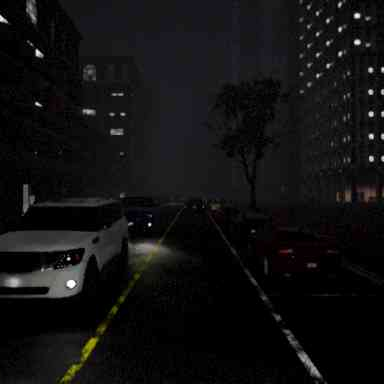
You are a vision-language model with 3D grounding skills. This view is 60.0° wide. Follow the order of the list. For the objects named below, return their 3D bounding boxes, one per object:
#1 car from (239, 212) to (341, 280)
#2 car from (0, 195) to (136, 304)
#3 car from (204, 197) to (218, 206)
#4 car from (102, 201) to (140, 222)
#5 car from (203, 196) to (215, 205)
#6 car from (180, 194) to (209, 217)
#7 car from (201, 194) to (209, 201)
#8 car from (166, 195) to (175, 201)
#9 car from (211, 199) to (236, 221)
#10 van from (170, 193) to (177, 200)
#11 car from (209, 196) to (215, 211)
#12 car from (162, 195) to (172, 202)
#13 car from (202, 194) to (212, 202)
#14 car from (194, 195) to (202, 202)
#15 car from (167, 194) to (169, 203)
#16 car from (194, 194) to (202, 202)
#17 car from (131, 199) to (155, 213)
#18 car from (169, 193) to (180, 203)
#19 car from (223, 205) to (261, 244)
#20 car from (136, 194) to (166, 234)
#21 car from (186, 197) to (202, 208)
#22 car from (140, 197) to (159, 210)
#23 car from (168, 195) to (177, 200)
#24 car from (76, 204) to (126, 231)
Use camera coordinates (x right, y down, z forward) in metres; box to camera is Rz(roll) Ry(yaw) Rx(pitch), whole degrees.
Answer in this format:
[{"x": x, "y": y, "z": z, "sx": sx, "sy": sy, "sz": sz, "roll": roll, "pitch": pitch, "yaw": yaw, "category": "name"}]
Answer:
[{"x": 2.750, "y": 1.535, "z": 9.810, "sx": 1.887, "sy": 1.381, "sz": 4.507, "roll": 1, "pitch": 0, "yaw": 0, "category": "car"}, {"x": -3.059, "y": 1.205, "z": 8.488, "sx": 2.150, "sy": 2.045, "sz": 5.566, "roll": 0, "pitch": 0, "yaw": 0, "category": "car"}, {"x": 3.000, "y": 1.488, "z": 54.368, "sx": 2.008, "sy": 1.369, "sz": 4.403, "roll": 1, "pitch": 0, "yaw": 0, "category": "car"}, {"x": -5.536, "y": 1.507, "z": 26.568, "sx": 2.008, "sy": 1.369, "sz": 4.403, "roll": 1, "pitch": 0, "yaw": 0, "category": "car"}, {"x": 3.032, "y": 1.483, "z": 59.936, "sx": 2.008, "sy": 1.369, "sz": 4.403, "roll": 1, "pitch": 0, "yaw": 0, "category": "car"}, {"x": 0.232, "y": 1.311, "z": 30.631, "sx": 2.097, "sy": 1.767, "sz": 4.553, "roll": 0, "pitch": 0, "yaw": 1, "category": "car"}, {"x": 3.159, "y": 1.351, "z": 82.215, "sx": 1.967, "sy": 1.590, "sz": 4.097, "roll": 1, "pitch": 0, "yaw": 0, "category": "car"}, {"x": -5.223, "y": 1.465, "z": 82.263, "sx": 1.947, "sy": 1.339, "sz": 4.313, "roll": 1, "pitch": 0, "yaw": 0, "category": "car"}, {"x": 2.844, "y": 1.519, "z": 26.520, "sx": 2.008, "sy": 1.369, "sz": 4.403, "roll": 1, "pitch": 0, "yaw": 0, "category": "car"}, {"x": -5.157, "y": 1.231, "z": 93.403, "sx": 1.690, "sy": 1.788, "sz": 3.998, "roll": 1, "pitch": 0, "yaw": 0, "category": "van"}, {"x": 2.908, "y": 1.480, "z": 37.829, "sx": 1.752, "sy": 1.417, "sz": 4.829, "roll": 1, "pitch": 0, "yaw": 0, "category": "car"}, {"x": -5.286, "y": 1.454, "z": 71.124, "sx": 1.887, "sy": 1.381, "sz": 4.507, "roll": 1, "pitch": 0, "yaw": 0, "category": "car"}, {"x": 3.096, "y": 1.361, "z": 71.076, "sx": 1.967, "sy": 1.590, "sz": 4.097, "roll": 1, "pitch": 0, "yaw": 0, "category": "car"}, {"x": 1.278, "y": 1.374, "z": 71.823, "sx": 1.801, "sy": 1.575, "sz": 5.366, "roll": 0, "pitch": 0, "yaw": 0, "category": "car"}, {"x": -5.313, "y": 1.230, "z": 65.554, "sx": 2.192, "sy": 1.841, "sz": 5.009, "roll": 1, "pitch": 0, "yaw": 0, "category": "car"}, {"x": 1.331, "y": 1.367, "z": 77.823, "sx": 1.801, "sy": 1.575, "sz": 5.366, "roll": 0, "pitch": 0, "yaw": 0, "category": "car"}, {"x": -5.474, "y": 1.509, "z": 37.707, "sx": 1.947, "sy": 1.339, "sz": 4.313, "roll": 1, "pitch": 0, "yaw": 0, "category": "car"}, {"x": -2.675, "y": 1.278, "z": 63.583, "sx": 2.097, "sy": 1.767, "sz": 4.553, "roll": 0, "pitch": 0, "yaw": 1, "category": "car"}, {"x": 2.781, "y": 1.533, "z": 15.380, "sx": 2.008, "sy": 1.369, "sz": 4.403, "roll": 1, "pitch": 0, "yaw": 0, "category": "car"}, {"x": -2.987, "y": 1.191, "z": 19.157, "sx": 2.150, "sy": 2.045, "sz": 5.566, "roll": 0, "pitch": 0, "yaw": 1, "category": "car"}, {"x": 0.330, "y": 1.433, "z": 46.702, "sx": 2.128, "sy": 1.511, "sz": 4.902, "roll": 0, "pitch": 0, "yaw": 1, "category": "car"}, {"x": -5.443, "y": 1.463, "z": 43.106, "sx": 1.752, "sy": 1.417, "sz": 4.829, "roll": 1, "pitch": 0, "yaw": 0, "category": "car"}, {"x": -5.192, "y": 1.445, "z": 87.833, "sx": 2.008, "sy": 1.369, "sz": 4.403, "roll": 1, "pitch": 0, "yaw": 0, "category": "car"}, {"x": -5.568, "y": 1.529, "z": 20.999, "sx": 1.947, "sy": 1.339, "sz": 4.313, "roll": 1, "pitch": 0, "yaw": 0, "category": "car"}]
